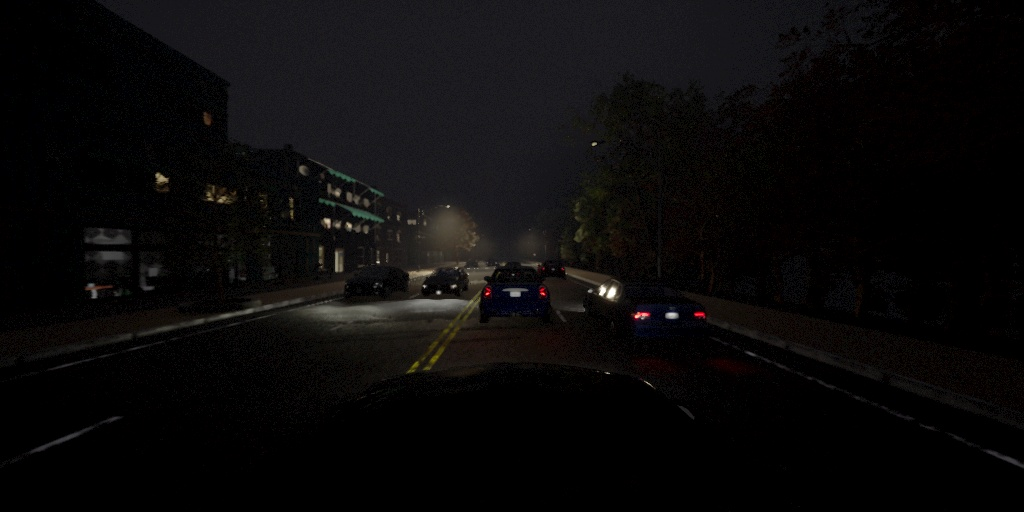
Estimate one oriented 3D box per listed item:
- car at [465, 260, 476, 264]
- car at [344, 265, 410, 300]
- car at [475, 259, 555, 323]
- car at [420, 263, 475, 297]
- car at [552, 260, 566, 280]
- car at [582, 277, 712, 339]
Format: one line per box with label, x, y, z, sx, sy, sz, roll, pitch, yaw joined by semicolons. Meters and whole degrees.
car;-6.565;1.294;59.403;2.033;1.411;5.357;0;0;1
car;-6.607;1.227;18.017;1.882;1.535;5.008;0;0;0
car;0.096;1.102;12.307;2.097;1.767;4.553;0;0;0
car;-3.359;1.297;19.068;2.033;1.411;5.357;0;0;0
car;3.338;1.102;31.081;2.097;1.767;4.553;0;0;0
car;3.347;1.298;10.016;2.033;1.411;5.357;0;0;0
